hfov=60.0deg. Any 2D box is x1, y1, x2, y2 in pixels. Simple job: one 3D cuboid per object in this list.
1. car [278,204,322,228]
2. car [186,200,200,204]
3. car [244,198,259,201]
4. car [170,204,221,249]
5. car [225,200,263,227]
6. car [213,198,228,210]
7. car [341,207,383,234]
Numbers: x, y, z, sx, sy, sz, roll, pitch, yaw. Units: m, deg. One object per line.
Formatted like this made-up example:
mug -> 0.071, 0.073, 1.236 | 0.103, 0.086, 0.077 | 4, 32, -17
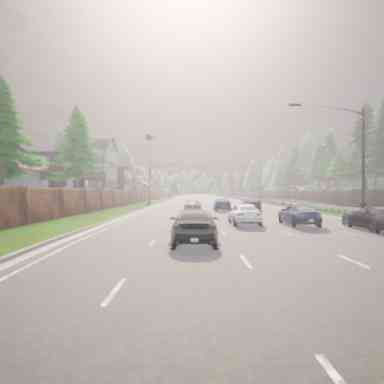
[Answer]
car -> 7.074, 1.534, 22.041 | 1.812, 1.442, 4.674 | 0, 0, 0
car -> 0.078, 1.560, 35.417 | 2.033, 1.411, 5.357 | 0, 0, 0
car -> 7.077, 1.492, 40.199 | 1.882, 1.535, 5.008 | 0, 0, 0
car -> 0.091, 1.510, 14.588 | 1.837, 1.490, 4.892 | 0, 0, 0
car -> 3.587, 1.534, 22.742 | 1.812, 1.442, 4.674 | 0, 0, 0
car -> 3.577, 1.492, 40.146 | 1.882, 1.535, 5.008 | 0, 0, 0
car -> 10.588, 1.555, 19.155 | 2.033, 1.411, 5.357 | 0, 0, 0
